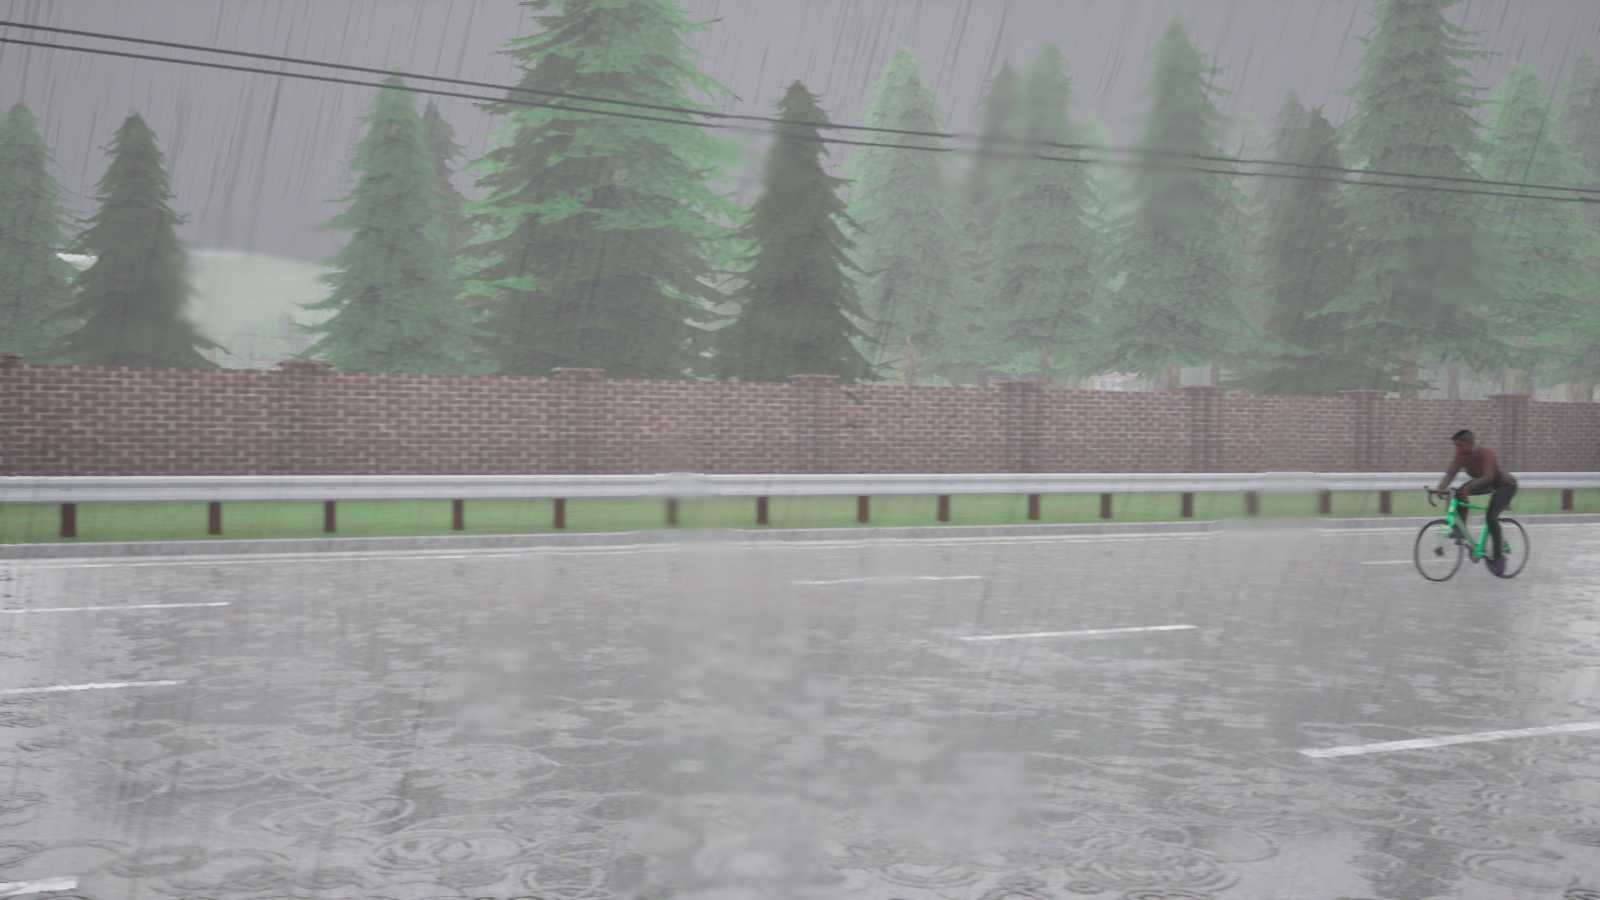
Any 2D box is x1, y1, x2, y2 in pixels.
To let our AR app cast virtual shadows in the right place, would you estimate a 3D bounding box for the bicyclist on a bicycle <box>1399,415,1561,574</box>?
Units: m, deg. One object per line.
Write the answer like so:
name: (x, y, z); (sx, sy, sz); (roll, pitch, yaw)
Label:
bicyclist on a bicycle: (7.313, 0.452, 13.502); (1.656, 1.620, 0.582); (-1, 1, -21)
